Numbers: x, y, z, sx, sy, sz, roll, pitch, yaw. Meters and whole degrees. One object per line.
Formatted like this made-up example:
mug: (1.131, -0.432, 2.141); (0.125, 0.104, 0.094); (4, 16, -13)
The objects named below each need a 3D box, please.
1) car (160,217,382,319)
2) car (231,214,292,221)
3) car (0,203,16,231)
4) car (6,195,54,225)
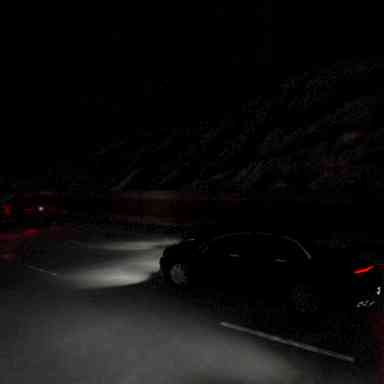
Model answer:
car: (1.427, 1.512, 7.452); (4.892, 1.490, 1.837); (0, 0, 37)
car: (1.898, 1.487, 11.504); (5.008, 1.535, 1.882); (0, 0, 38)
car: (-12.142, 1.506, 19.305); (4.674, 1.442, 1.812); (0, 0, 45)
car: (-11.867, 1.204, 23.997); (2.150, 2.045, 5.566); (0, 0, -44)
